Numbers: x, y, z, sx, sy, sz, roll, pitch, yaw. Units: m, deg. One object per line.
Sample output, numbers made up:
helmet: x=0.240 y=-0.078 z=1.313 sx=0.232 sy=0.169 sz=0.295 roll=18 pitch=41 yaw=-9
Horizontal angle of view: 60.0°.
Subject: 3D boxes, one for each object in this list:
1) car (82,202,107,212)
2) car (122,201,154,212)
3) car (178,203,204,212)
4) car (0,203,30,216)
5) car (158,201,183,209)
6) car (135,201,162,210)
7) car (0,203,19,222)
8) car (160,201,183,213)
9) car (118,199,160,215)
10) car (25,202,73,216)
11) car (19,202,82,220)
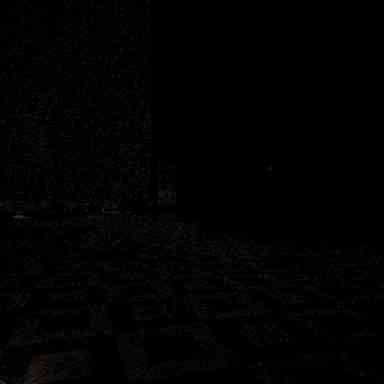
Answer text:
car: x=-13.596 y=2.016 z=44.963 sx=1.887 sy=1.381 sz=4.507 roll=-1 pitch=-2 yaw=35
car: x=-7.817 y=2.102 z=48.431 sx=1.812 sy=1.442 sz=4.674 roll=0 pitch=-1 yaw=36
car: x=-0.103 y=2.246 z=49.204 sx=1.802 sy=1.307 sz=4.206 roll=-1 pitch=-2 yaw=36
car: x=-20.147 y=1.842 z=35.772 sx=2.008 sy=1.369 sz=4.403 roll=-1 pitch=-1 yaw=35
car: x=-3.770 y=2.306 z=58.748 sx=2.008 sy=1.369 sz=4.403 roll=-1 pitch=-2 yaw=35
car: x=-7.045 y=2.210 z=54.153 sx=2.008 sy=1.369 sz=4.403 roll=-1 pitch=-2 yaw=35
car: x=-16.486 y=1.775 z=26.222 sx=1.947 sy=1.339 sz=4.313 roll=-1 pitch=-2 yaw=35
car: x=-3.383 y=2.114 z=44.604 sx=1.887 sy=1.381 sz=4.507 roll=-1 pitch=-2 yaw=35
car: x=-6.660 y=1.792 z=40.015 sx=2.192 sy=1.841 sz=5.009 roll=-1 pitch=-2 yaw=35
car: x=-15.892 y=1.875 z=37.134 sx=1.812 sy=1.442 sz=4.674 roll=0 pitch=-1 yaw=36
car: x=-13.112 y=1.824 z=30.956 sx=1.752 sy=1.417 sz=4.829 roll=-1 pitch=-2 yaw=35
